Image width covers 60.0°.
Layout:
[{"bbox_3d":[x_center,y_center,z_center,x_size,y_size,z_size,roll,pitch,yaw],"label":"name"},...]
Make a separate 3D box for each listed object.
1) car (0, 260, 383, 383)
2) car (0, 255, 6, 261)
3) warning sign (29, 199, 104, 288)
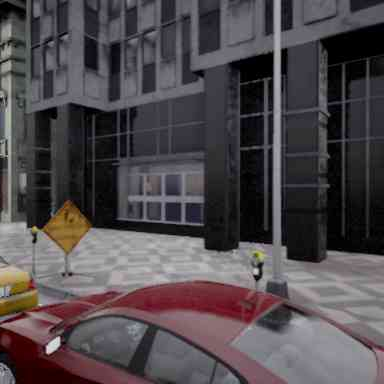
[{"bbox_3d":[-0.175,1.547,3.087,4.507,1.381,1.887,0,0,35],"label":"car"},{"bbox_3d":[-4.907,1.533,6.460,4.829,1.417,1.752,0,0,35],"label":"car"},{"bbox_3d":[-2.960,1.123,7.910,1.060,1.860,1.300,0,0,35],"label":"warning sign"}]
